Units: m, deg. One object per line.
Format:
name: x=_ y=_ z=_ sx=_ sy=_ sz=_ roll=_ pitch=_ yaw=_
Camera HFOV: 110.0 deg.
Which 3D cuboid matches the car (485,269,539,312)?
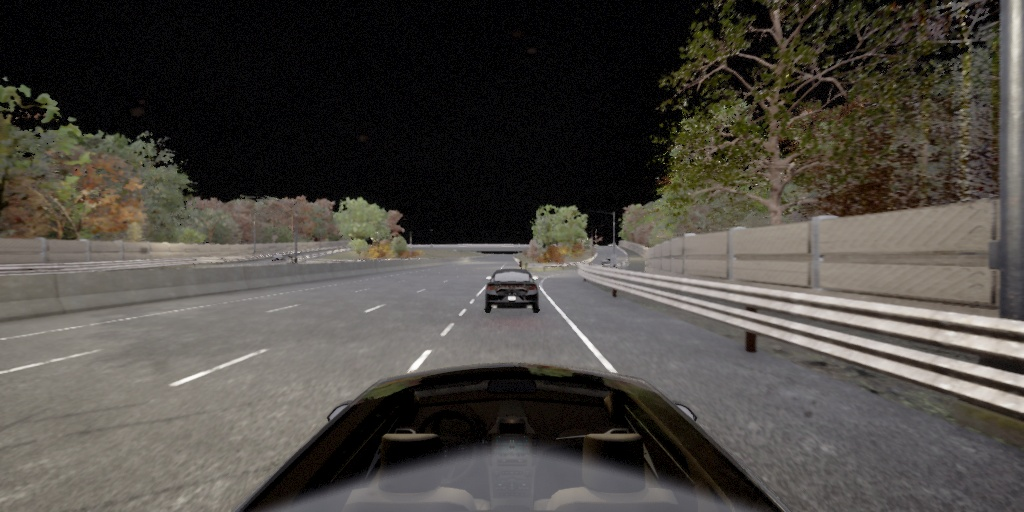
car: x=0.005 y=1.235 z=14.230 sx=1.882 sy=1.535 sz=5.008 roll=0 pitch=0 yaw=0
